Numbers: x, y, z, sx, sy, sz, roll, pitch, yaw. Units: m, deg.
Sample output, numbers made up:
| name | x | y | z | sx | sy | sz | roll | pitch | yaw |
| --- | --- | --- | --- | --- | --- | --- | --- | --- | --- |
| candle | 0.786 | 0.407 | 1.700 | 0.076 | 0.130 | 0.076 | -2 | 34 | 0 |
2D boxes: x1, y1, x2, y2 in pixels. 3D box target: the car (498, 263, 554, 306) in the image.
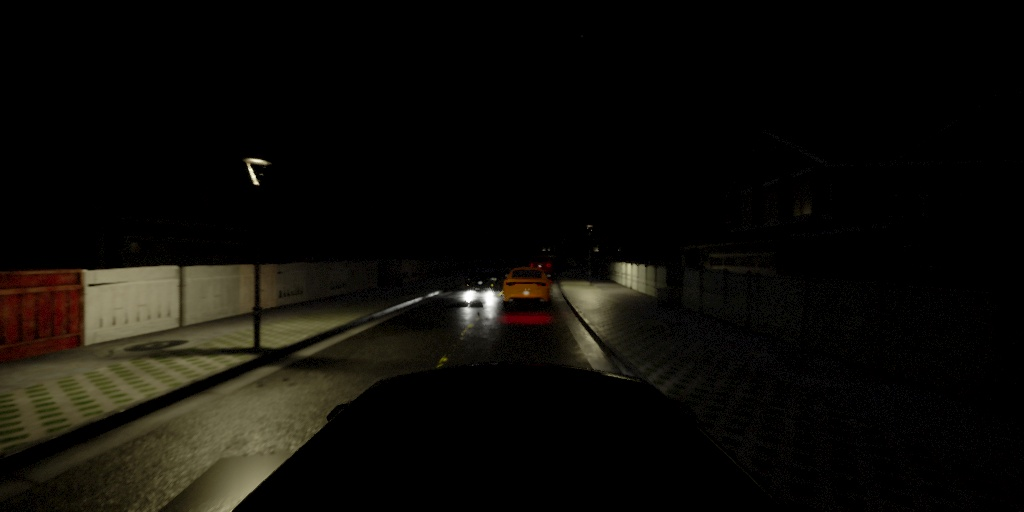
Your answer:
| name | x | y | z | sx | sy | sz | roll | pitch | yaw |
| --- | --- | --- | --- | --- | --- | --- | --- | --- | --- |
| car | 0.700 | 1.231 | 15.825 | 1.882 | 1.535 | 5.008 | 0 | 0 | 4 |

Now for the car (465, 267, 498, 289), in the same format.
| name | x | y | z | sx | sy | sz | roll | pitch | yaw |
| --- | --- | --- | --- | --- | --- | --- | --- | --- | --- |
| car | -1.637 | 1.362 | 22.687 | 1.994 | 1.385 | 4.181 | 0 | 0 | 6 |

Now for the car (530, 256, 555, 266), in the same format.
| name | x | y | z | sx | sy | sz | roll | pitch | yaw |
| --- | --- | --- | --- | --- | --- | --- | --- | --- | --- |
| car | 2.907 | 0.994 | 34.687 | 2.150 | 2.045 | 5.566 | 0 | 0 | 9 |
